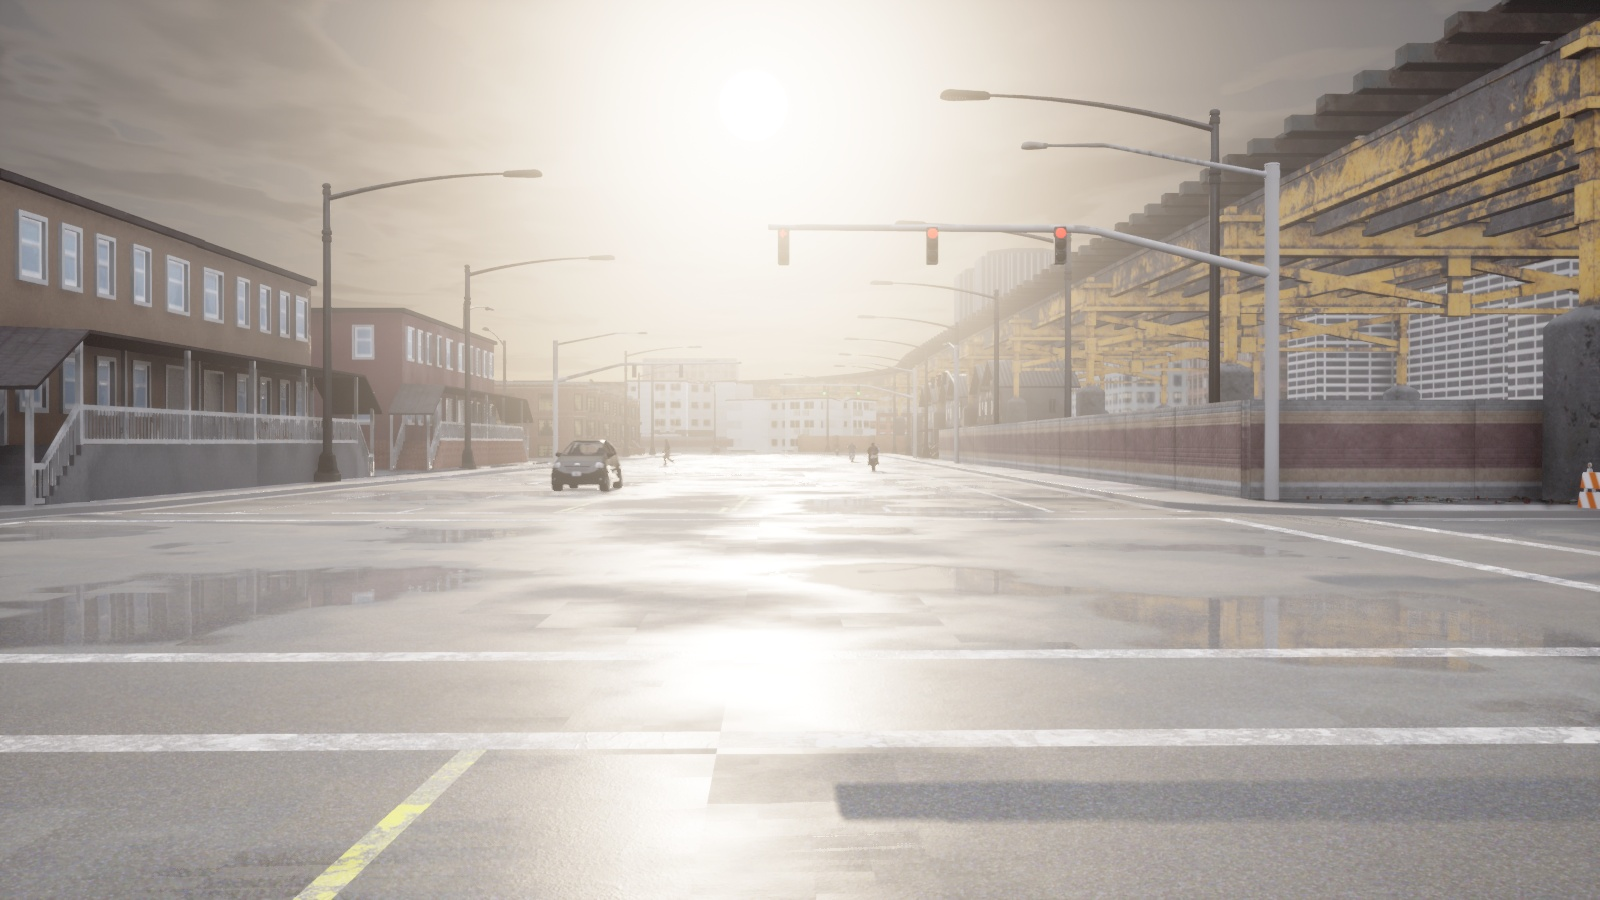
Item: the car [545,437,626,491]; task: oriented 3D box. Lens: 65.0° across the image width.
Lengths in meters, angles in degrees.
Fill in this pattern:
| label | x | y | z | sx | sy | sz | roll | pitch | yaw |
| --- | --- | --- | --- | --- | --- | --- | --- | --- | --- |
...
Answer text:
| label | x | y | z | sx | sy | sz | roll | pitch | yaw |
| --- | --- | --- | --- | --- | --- | --- | --- | --- | --- |
| car | -6.757 | 0.414 | 39.931 | 1.851 | 1.617 | 3.988 | 0 | 0 | 0 |
